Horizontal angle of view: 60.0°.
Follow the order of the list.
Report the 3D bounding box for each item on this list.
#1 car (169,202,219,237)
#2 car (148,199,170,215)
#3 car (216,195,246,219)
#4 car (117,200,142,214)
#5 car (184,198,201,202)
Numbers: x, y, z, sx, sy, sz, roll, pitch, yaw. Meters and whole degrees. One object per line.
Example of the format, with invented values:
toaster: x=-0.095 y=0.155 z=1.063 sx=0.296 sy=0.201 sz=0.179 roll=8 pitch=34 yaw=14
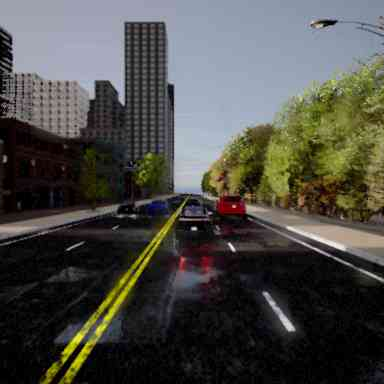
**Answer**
car: x=0.100 y=1.504 z=18.028 sx=2.128 sy=1.511 sz=4.902 roll=0 pitch=0 yaw=0
car: x=-3.333 y=1.499 z=33.968 sx=1.882 sy=1.535 sz=5.008 roll=0 pitch=0 yaw=0
car: x=3.349 y=1.241 z=29.135 sx=2.150 sy=2.045 sz=5.566 roll=0 pitch=0 yaw=0
car: x=-6.576 y=1.586 z=35.350 sx=1.994 sy=1.385 sz=4.181 roll=0 pitch=0 yaw=0
car: x=0.099 y=1.502 z=41.479 sx=1.882 sy=1.535 sz=5.008 roll=0 pitch=0 yaw=0
